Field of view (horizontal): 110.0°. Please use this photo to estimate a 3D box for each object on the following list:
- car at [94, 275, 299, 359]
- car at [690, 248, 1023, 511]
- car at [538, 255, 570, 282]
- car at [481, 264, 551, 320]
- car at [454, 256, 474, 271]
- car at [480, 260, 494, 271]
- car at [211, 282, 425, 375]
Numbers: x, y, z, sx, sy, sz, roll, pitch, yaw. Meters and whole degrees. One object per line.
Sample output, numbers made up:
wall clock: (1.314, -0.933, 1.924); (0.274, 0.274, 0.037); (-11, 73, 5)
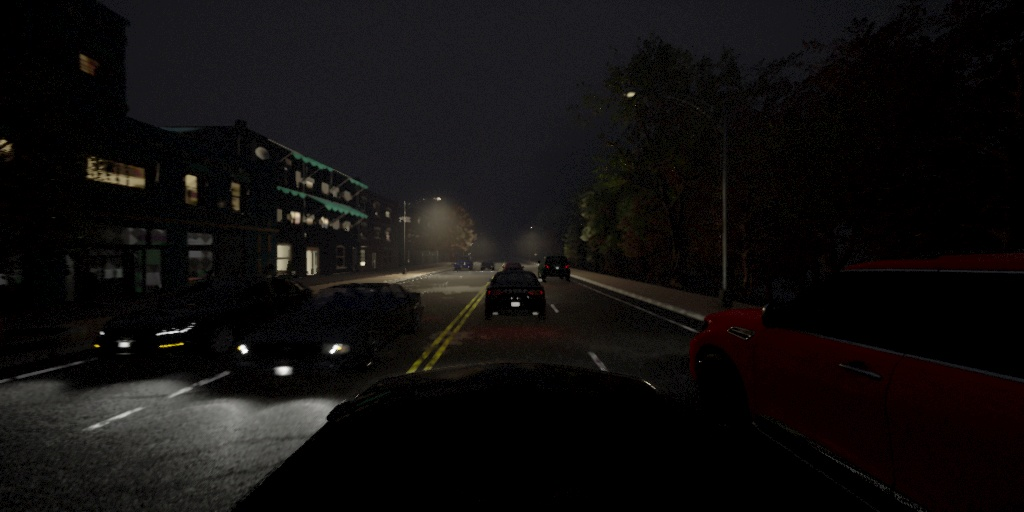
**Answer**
car: (-6.601, 1.257, 8.531); (1.837, 1.490, 4.892); (0, 0, 0)
car: (3.361, 0.971, 2.283); (2.150, 2.045, 5.566); (0, 0, 0)
car: (3.351, 0.977, 29.154); (2.150, 2.045, 5.566); (0, 0, 0)
car: (0.101, 1.230, 12.753); (1.882, 1.535, 5.008); (0, 0, 0)
car: (-6.578, 0.981, 49.541); (2.150, 2.045, 5.566); (0, 0, 0)
car: (-3.326, 1.307, 49.778); (2.033, 1.411, 5.357); (0, 0, 0)
car: (-3.351, 1.299, 7.918); (2.033, 1.411, 5.357); (0, 0, 0)
